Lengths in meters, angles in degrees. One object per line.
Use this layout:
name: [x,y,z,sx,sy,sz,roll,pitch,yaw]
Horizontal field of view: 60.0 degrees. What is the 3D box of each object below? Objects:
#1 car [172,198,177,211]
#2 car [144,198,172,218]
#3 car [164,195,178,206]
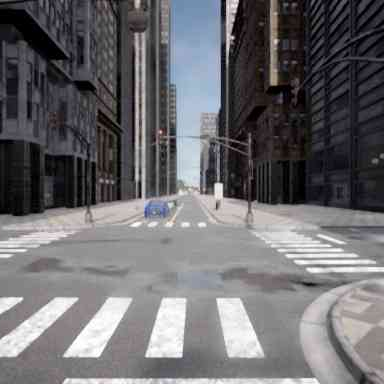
car: [-3.197,1.600,40.644,1.895,1.301,4.718,0,0,0]
car: [-3.178,1.475,30.513,1.882,1.535,5.008,0,0,1]
car: [-3.219,1.602,51.926,1.895,1.301,4.718,0,0,0]
